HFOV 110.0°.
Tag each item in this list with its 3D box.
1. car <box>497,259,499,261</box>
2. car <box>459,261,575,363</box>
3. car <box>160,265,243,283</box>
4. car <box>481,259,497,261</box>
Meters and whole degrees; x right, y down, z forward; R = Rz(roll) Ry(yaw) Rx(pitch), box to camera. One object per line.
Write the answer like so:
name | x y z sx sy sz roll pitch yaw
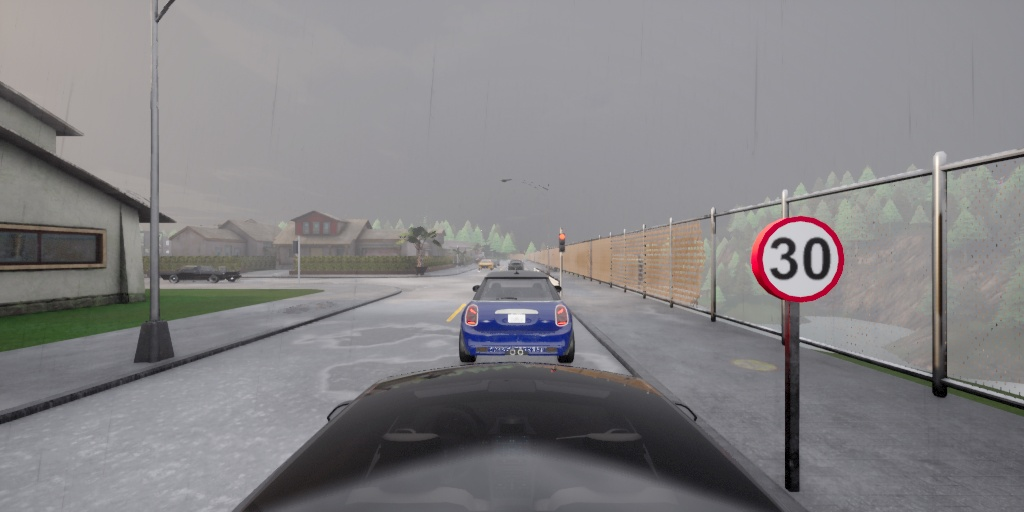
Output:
car | -3.558 1.255 60.650 1.837 1.490 4.892 0 0 1
car | 0.115 1.102 8.332 2.097 1.767 4.553 0 0 1
car | -22.999 1.351 26.671 4.718 1.301 1.895 0 0 1
car | -3.661 1.227 51.200 1.882 1.535 5.008 0 0 1
